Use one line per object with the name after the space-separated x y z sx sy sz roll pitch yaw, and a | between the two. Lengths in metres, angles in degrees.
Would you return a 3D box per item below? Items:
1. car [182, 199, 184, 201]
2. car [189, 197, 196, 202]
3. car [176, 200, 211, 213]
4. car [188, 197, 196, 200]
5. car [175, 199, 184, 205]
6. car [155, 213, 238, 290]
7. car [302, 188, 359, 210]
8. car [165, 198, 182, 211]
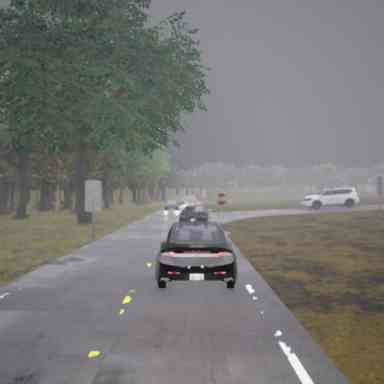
-2.777 1.943 61.787 1.837 1.490 4.892 0 -1 0 | car
0.041 2.004 89.240 1.812 1.442 4.674 0 0 0 | car
0.304 1.614 23.541 1.882 1.535 5.008 0 0 5 | car
0.035 2.044 78.819 1.882 1.535 5.008 0 0 0 | car
-2.716 2.129 73.604 1.895 1.301 4.718 0 0 0 | car
0.102 1.546 9.252 2.128 1.511 4.902 0 0 0 | car
14.260 0.655 34.361 5.566 2.045 2.150 -3 0 1 | car
-2.824 1.845 47.040 1.812 1.442 4.674 0 0 0 | car
